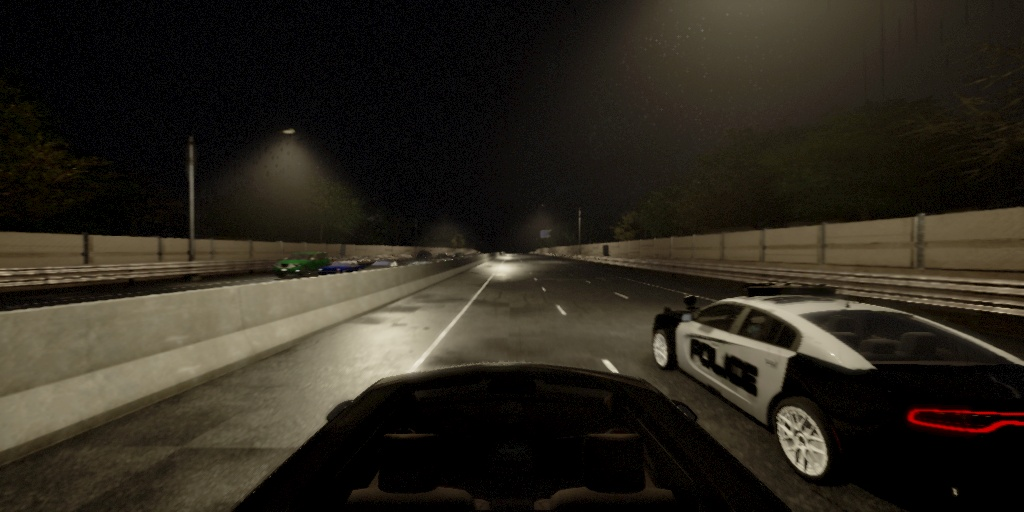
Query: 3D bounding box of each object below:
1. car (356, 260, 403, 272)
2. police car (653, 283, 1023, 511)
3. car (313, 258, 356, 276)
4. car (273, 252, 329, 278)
[{"bbox_3d":[-10.534,1.023,29.725,2.033,1.411,5.357,0,1,0],"label":"car"},{"bbox_3d":[3.513,1.186,4.748,1.930,1.638,5.238,0,0,0],"label":"police car"},{"bbox_3d":[-14.033,1.074,29.744,1.895,1.301,4.718,0,1,0],"label":"car"},{"bbox_3d":[-17.517,0.688,30.324,2.150,2.045,5.566,0,0,0],"label":"car"}]
